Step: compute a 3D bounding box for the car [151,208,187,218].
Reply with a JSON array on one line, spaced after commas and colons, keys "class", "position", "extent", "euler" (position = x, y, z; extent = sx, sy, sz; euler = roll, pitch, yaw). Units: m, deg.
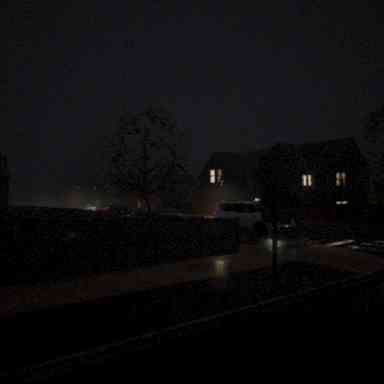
[{"class": "car", "position": [-2.064, 2.097, 28.401], "extent": [1.812, 1.442, 4.674], "euler": [-1, -1, -35]}]

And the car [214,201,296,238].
[{"class": "car", "position": [3.617, 1.562, 20.463], "extent": [2.150, 2.045, 5.566], "euler": [-1, -1, -35]}]

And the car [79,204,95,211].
[{"class": "car", "position": [-17.014, 2.762, 54.204], "extent": [1.812, 1.442, 4.674], "euler": [-1, -1, -36]}]

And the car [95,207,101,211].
[{"class": "car", "position": [-11.279, 2.355, 46.277], "extent": [2.097, 1.767, 4.553], "euler": [-1, -1, -35]}]

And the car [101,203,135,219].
[{"class": "car", "position": [-8.050, 2.321, 36.791], "extent": [1.837, 1.490, 4.892], "euler": [-1, -1, -36]}]
